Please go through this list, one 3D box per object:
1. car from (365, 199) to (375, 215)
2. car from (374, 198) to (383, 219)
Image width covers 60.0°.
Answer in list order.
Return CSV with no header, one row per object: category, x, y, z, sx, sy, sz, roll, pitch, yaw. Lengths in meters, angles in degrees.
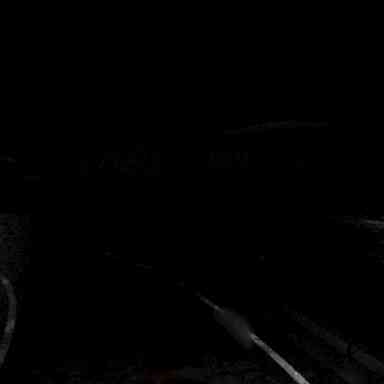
car,15.715,0.852,24.108,5.566,2.045,2.150,-1,0,12
car,14.796,1.216,20.732,5.357,1.411,2.033,-1,0,12
